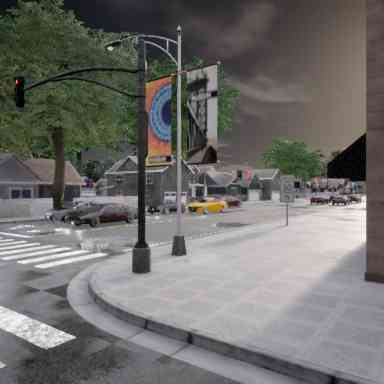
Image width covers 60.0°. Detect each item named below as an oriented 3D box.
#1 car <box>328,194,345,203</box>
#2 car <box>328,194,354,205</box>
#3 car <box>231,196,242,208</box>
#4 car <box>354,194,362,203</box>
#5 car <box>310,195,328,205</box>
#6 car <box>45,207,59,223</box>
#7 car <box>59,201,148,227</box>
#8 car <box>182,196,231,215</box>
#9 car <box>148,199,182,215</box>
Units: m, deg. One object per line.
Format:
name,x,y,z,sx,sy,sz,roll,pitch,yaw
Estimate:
car,26.708,1.146,61.444,1.837,1.490,4.892,0,0,36
car,22.324,1.203,49.727,1.837,1.490,4.892,0,0,36
car,4.498,1.257,41.883,1.882,1.535,5.008,0,0,36
car,28.319,1.155,58.114,1.837,1.490,4.892,0,0,36
car,20.071,1.171,52.164,1.882,1.535,5.008,0,0,36
car,-8.175,1.391,24.186,2.128,1.511,4.902,0,0,36
car,-5.666,1.449,22.130,2.033,1.411,5.357,0,0,34
car,1.492,1.311,32.118,1.882,1.535,5.008,0,0,36
car,-2.386,1.407,32.270,1.994,1.385,4.181,0,0,37
